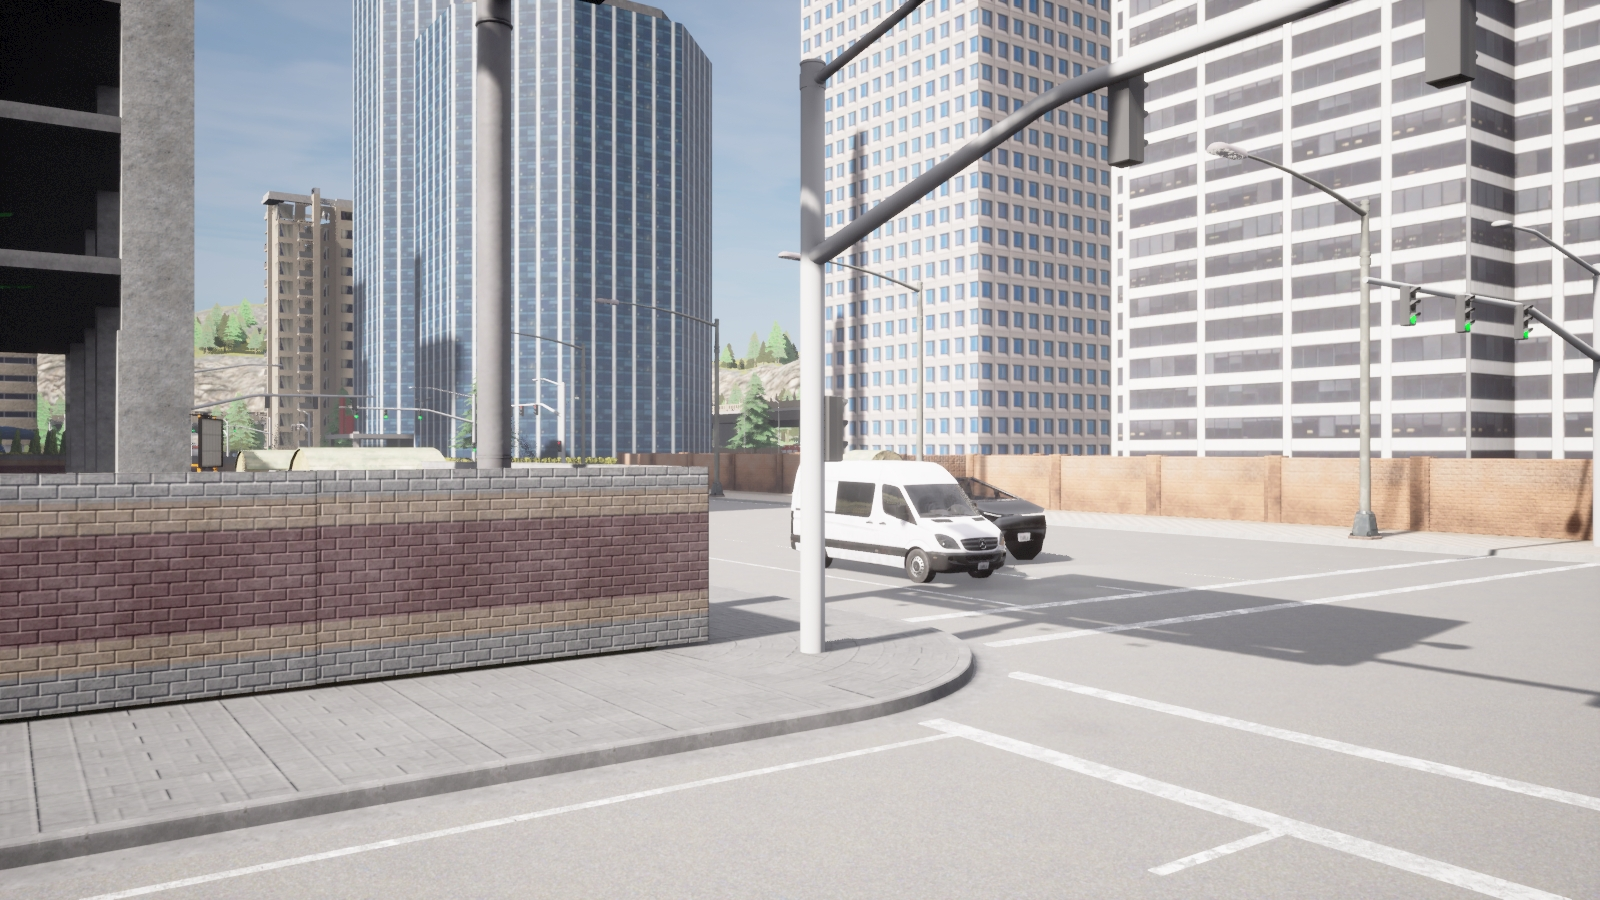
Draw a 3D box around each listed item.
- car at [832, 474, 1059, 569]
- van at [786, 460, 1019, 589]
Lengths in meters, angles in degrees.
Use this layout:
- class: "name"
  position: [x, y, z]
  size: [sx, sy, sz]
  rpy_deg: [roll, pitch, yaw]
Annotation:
- class: "car"
  position: [3.654, 1.752, 30.193]
  size: [2.390, 2.098, 6.274]
  rpy_deg: [0, 0, -35]
- class: "van"
  position: [2.162, 1.533, 26.216]
  size: [1.988, 2.561, 5.915]
  rpy_deg: [0, 0, -35]
